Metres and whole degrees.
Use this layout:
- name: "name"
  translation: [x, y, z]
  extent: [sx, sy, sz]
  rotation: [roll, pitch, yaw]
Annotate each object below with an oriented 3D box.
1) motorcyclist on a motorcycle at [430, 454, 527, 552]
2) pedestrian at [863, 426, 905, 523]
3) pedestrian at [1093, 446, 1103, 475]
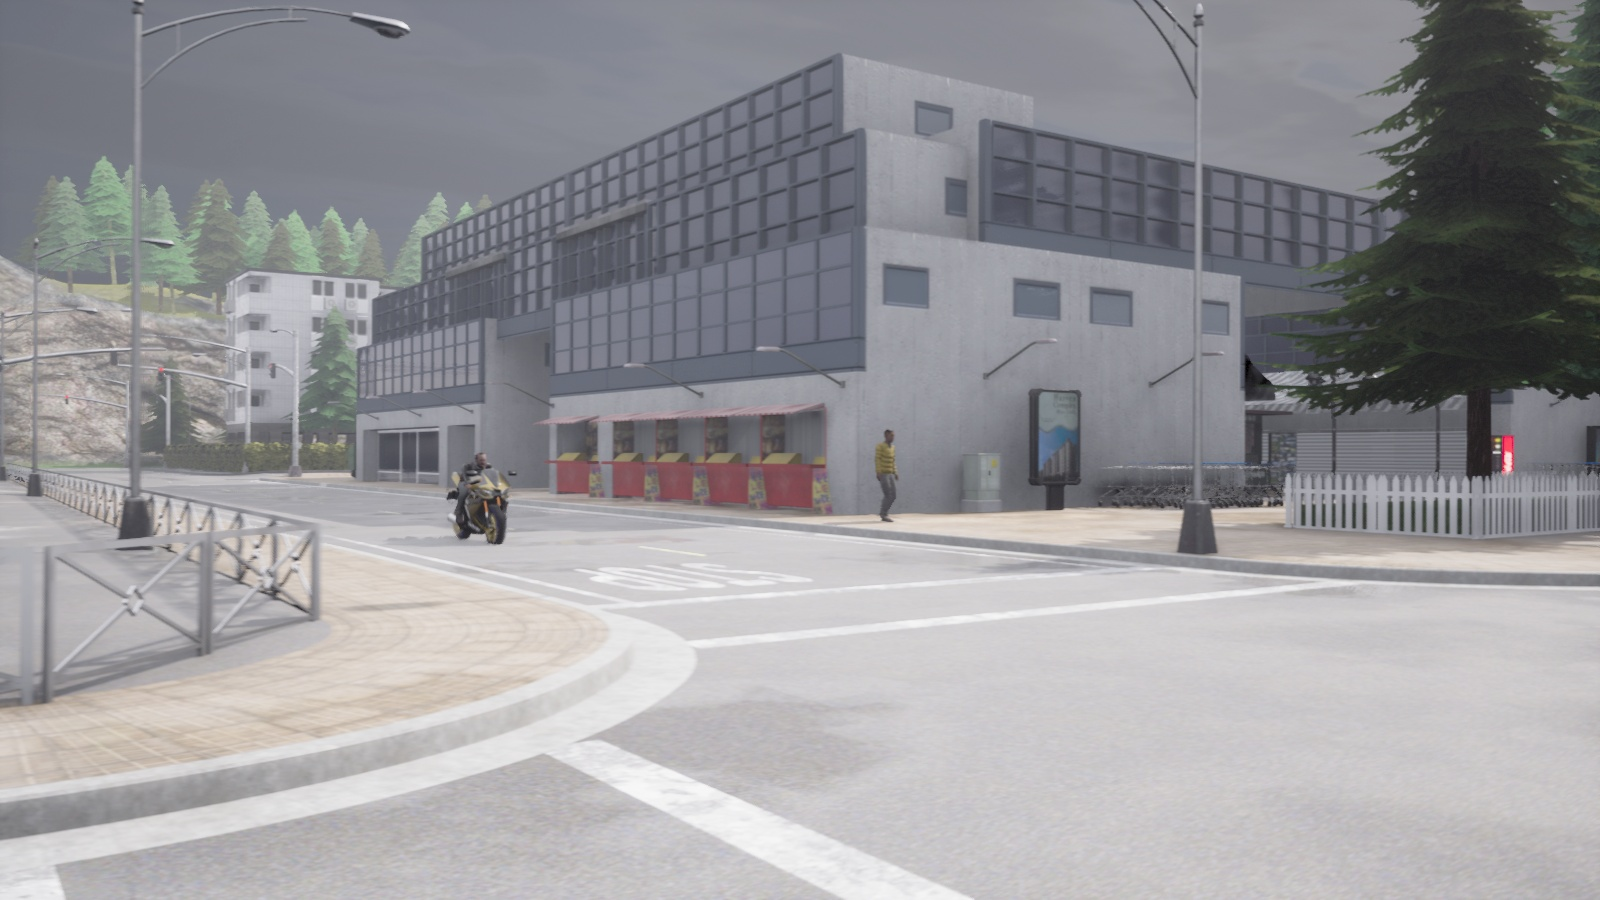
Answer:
- name: "motorcyclist on a motorcycle"
  translation: [-5.353, 0.839, 20.809]
  extent: [0.866, 1.530, 2.191]
  rotation: [0, 0, -34]
- name: "pedestrian"
  translation: [1.624, 0.469, 24.287]
  extent: [0.709, 1.840, 0.431]
  rotation: [0, 0, 41]
- name: "pedestrian"
  translation: [18.516, 0.644, 78.033]
  extent: [0.345, 1.836, 0.594]
  rotation: [0, 0, -27]
